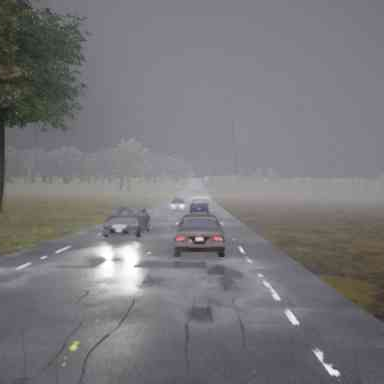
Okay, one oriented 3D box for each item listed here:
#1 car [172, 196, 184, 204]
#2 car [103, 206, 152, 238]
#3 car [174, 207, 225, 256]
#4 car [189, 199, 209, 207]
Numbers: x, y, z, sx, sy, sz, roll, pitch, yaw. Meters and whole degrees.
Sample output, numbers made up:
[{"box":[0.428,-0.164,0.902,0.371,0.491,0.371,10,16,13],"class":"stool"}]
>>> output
[{"box":[-2.388,1.397,58.584,1.895,1.301,4.718,0,1,2],"class":"car"},{"box":[-3.317,1.501,17.744,2.128,1.511,4.902,0,0,1],"class":"car"},{"box":[0.291,1.563,13.202,2.033,1.411,5.357,0,0,1],"class":"car"},{"box":[0.742,1.458,34.457,1.882,1.535,5.008,0,0,1],"class":"car"}]
